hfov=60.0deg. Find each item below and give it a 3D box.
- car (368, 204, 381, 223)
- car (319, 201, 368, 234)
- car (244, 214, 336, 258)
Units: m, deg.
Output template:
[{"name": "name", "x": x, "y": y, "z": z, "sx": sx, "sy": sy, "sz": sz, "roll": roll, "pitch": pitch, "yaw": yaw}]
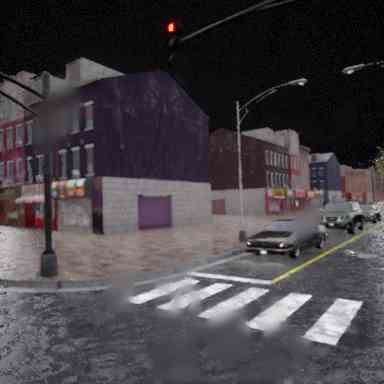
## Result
[{"name": "car", "x": 16.212, "y": 1.941, "z": 31.120, "sx": 2.097, "sy": 1.767, "sz": 4.553, "roll": -3, "pitch": -3, "yaw": 36}, {"name": "car", "x": 10.234, "y": 1.692, "z": 22.865, "sx": 2.150, "sy": 2.045, "sz": 5.566, "roll": -3, "pitch": -3, "yaw": 36}, {"name": "car", "x": 4.312, "y": 1.896, "z": 14.570, "sx": 2.033, "sy": 1.411, "sz": 5.357, "roll": -4, "pitch": -3, "yaw": 38}]
